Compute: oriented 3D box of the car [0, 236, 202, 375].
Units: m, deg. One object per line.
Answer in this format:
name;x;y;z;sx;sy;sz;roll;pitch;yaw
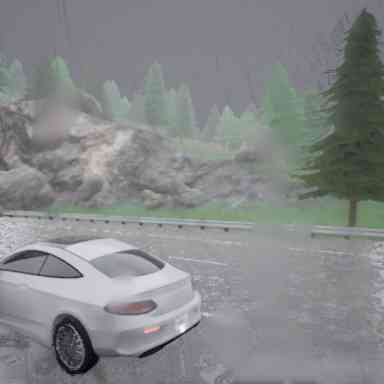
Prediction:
car;-2.050;1.462;5.441;4.674;1.442;1.812;0;0;33
